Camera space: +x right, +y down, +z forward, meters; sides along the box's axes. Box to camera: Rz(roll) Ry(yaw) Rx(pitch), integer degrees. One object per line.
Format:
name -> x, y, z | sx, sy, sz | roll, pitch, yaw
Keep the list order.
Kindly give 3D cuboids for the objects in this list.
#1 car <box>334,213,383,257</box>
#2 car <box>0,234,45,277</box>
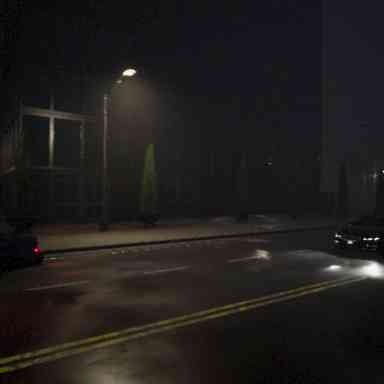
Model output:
car -> 7.771, 1.628, 13.492 | 4.892, 1.490, 1.837 | 1, -1, -34
car -> -6.523, 1.525, 8.053 | 5.357, 1.411, 2.033 | 1, 0, -32
